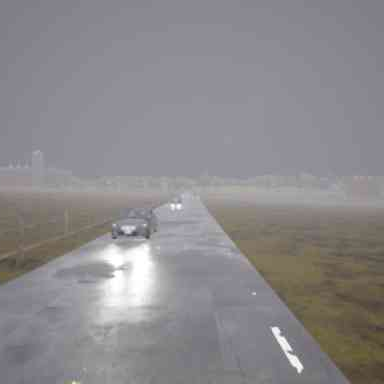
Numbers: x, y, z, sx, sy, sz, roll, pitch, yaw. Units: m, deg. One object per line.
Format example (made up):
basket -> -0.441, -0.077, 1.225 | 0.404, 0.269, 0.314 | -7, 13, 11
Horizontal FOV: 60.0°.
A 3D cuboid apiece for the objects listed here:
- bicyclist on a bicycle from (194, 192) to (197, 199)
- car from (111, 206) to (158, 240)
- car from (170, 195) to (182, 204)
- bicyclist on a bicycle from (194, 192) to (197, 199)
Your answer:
bicyclist on a bicycle -> 0.884, 0.846, 85.126 | 0.866, 1.612, 1.509 | 0, 1, 0
car -> -2.859, 1.522, 17.330 | 2.128, 1.511, 4.902 | 0, 0, 0
car -> -2.764, 1.264, 58.917 | 2.128, 1.511, 4.902 | 0, 1, 1
bicyclist on a bicycle -> 0.844, 0.921, 76.128 | 0.659, 1.776, 1.843 | 0, 1, 0
